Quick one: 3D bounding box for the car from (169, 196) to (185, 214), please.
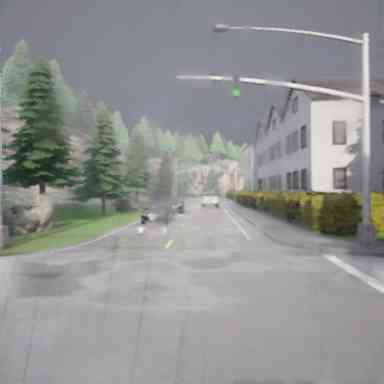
[{"bbox_3d":[-1.866,1.206,33.243,2.097,1.767,4.553,-1,0,3],"label":"car"}]

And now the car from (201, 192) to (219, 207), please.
[{"bbox_3d":[2.442,0.974,45.440,2.150,2.045,5.566,-1,0,1],"label":"car"}]

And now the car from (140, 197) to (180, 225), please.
[{"bbox_3d":[-2.356,1.397,23.464,2.128,1.511,4.902,-1,0,3],"label":"car"}]
